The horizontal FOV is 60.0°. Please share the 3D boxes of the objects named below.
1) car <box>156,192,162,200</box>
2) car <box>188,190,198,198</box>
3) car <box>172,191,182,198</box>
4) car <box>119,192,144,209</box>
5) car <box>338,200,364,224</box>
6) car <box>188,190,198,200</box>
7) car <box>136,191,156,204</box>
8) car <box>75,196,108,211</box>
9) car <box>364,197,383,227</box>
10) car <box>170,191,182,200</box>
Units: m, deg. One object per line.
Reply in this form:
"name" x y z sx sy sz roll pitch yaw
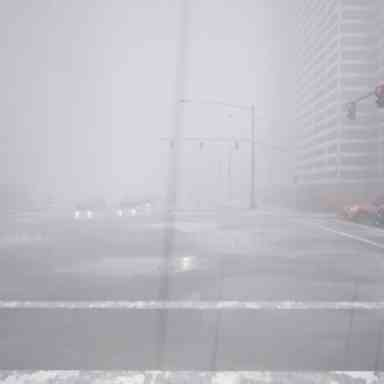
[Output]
"car" -6.853 0.787 64.524 1.837 1.490 4.892 0 1 1
"car" 0.192 0.350 75.340 2.097 1.767 4.553 0 1 0
"car" -3.308 0.519 75.381 2.128 1.511 4.902 0 1 0
"car" -6.992 1.105 37.916 1.812 1.442 4.674 0 1 0
"car" 12.138 1.108 21.931 4.553 1.767 2.097 0 1 0
"car" 0.166 0.826 65.090 2.033 1.411 5.357 0 1 0
"car" -6.949 0.958 49.368 1.837 1.490 4.892 0 1 0
"car" -10.479 1.156 35.219 2.033 1.411 5.357 0 1 4
"car" 12.459 1.148 18.361 4.553 1.767 2.097 0 1 -2
"car" -3.334 0.770 65.099 2.128 1.511 4.902 0 1 0
